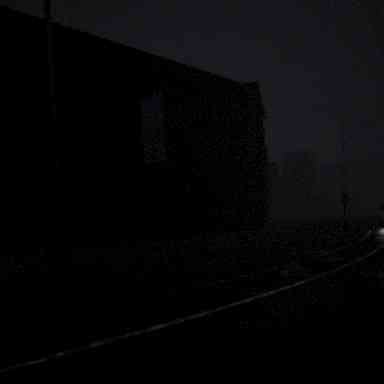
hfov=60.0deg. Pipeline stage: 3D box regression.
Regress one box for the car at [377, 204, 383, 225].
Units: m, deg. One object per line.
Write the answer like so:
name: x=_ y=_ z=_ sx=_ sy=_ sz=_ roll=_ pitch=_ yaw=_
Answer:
car: x=18.380 y=2.048 z=30.167 sx=2.150 sy=2.045 sz=5.566 roll=-2 pitch=-3 yaw=20
